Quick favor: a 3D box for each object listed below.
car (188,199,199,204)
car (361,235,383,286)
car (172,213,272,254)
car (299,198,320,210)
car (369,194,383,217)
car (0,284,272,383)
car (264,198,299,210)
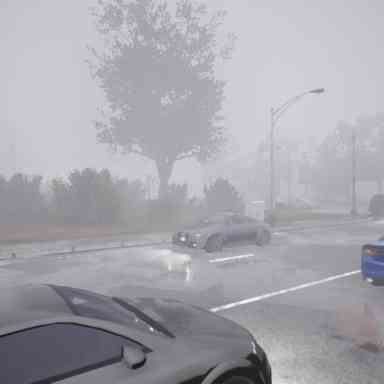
[{"bbox_3d":[1.371,1.549,56.839,1.895,1.301,4.718,0,0,-34],"label":"car"},{"bbox_3d":[6.126,1.477,8.155,5.008,1.535,1.882,0,0,-36],"label":"car"},{"bbox_3d":[1.283,1.563,13.538,4.181,1.385,1.994,0,0,-36],"label":"car"},{"bbox_3d":[14.323,1.521,43.309,1.812,1.442,4.674,0,0,-33],"label":"car"},{"bbox_3d":[17.405,1.221,28.167,2.150,2.045,5.566,1,0,-4],"label":"car"},{"bbox_3d":[-1.251,1.564,2.856,4.181,1.385,1.994,0,0,-36],"label":"car"},{"bbox_3d":[10.835,1.521,42.266,1.812,1.442,4.674,0,0,-32],"label":"car"}]
